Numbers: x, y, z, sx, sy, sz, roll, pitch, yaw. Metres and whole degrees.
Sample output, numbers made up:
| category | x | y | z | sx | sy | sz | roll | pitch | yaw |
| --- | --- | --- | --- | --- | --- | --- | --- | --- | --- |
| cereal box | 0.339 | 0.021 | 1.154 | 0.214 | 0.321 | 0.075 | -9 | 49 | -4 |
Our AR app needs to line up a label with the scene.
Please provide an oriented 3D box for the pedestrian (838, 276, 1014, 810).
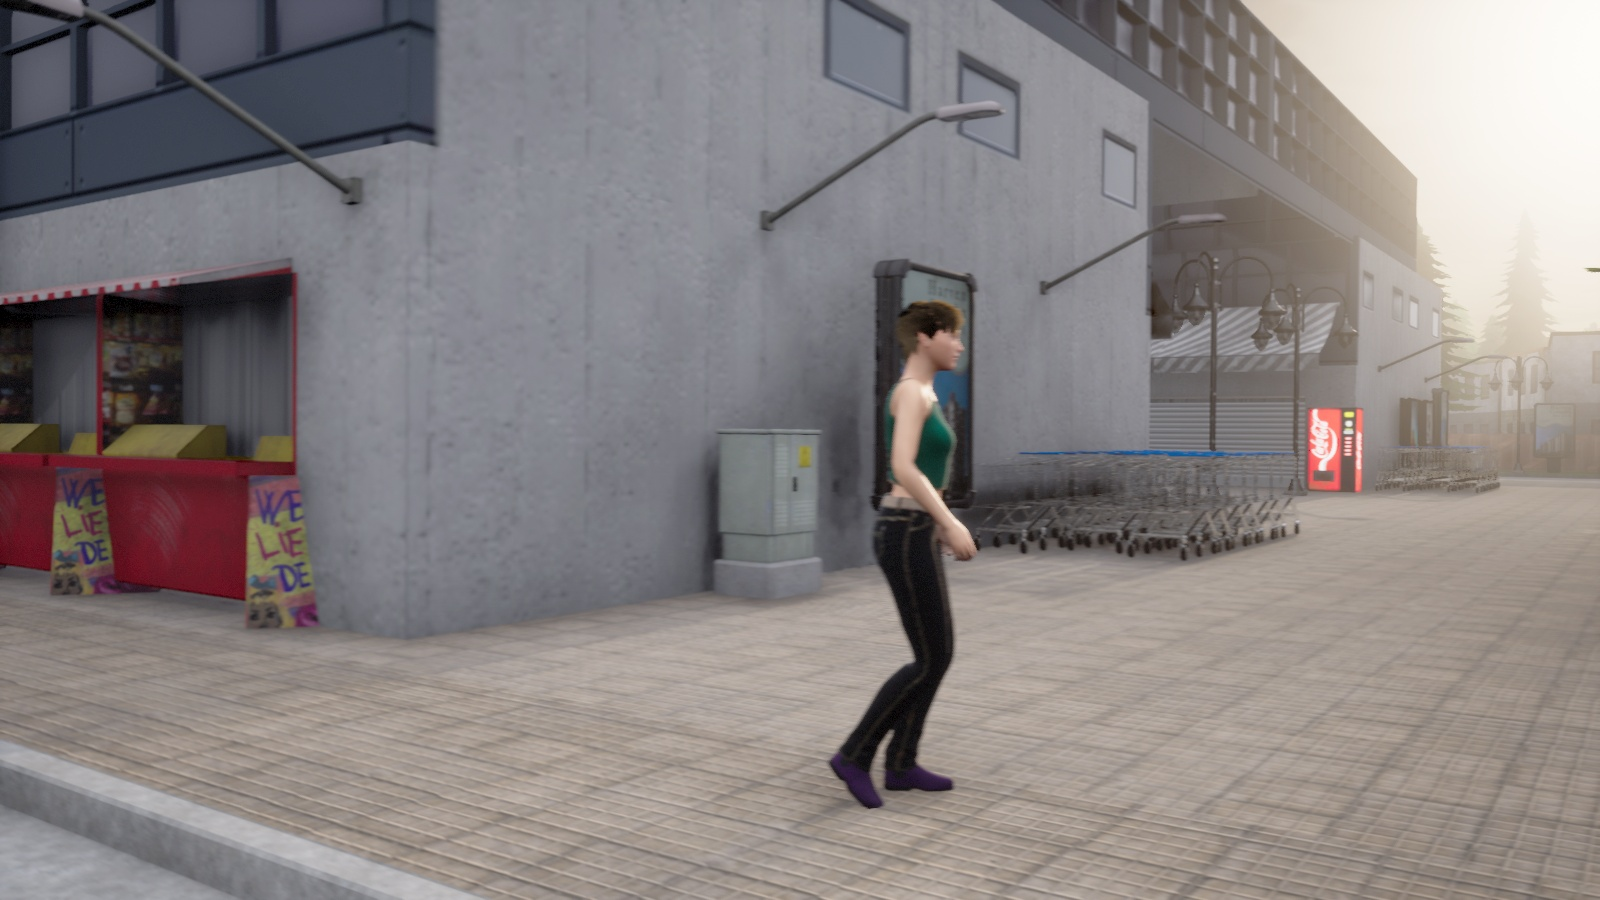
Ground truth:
| category | x | y | z | sx | sy | sz | roll | pitch | yaw |
| --- | --- | --- | --- | --- | --- | --- | --- | --- | --- |
| pedestrian | 0.463 | 0.321 | 4.536 | 0.594 | 1.836 | 0.345 | 0 | 1 | 9 |

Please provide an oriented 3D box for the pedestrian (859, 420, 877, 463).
| category | x | y | z | sx | sy | sz | roll | pitch | yaw |
| --- | --- | --- | --- | --- | --- | --- | --- | --- | --- |
| pedestrian | 3.078 | -0.395 | 56.702 | 0.692 | 1.930 | 0.395 | 0 | 1 | 35 |
